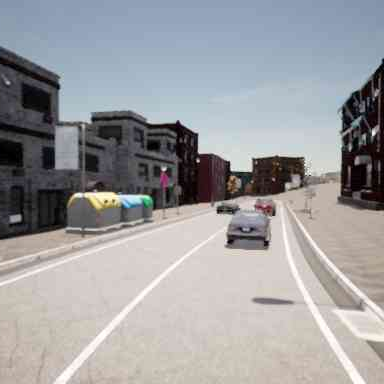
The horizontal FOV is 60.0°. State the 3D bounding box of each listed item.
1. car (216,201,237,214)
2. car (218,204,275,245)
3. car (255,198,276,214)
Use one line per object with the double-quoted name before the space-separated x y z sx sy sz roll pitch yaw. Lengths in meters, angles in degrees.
"car" 3.689 1.582 34.101 1.895 1.301 4.718 1 0 15
"car" 2.785 1.558 15.869 2.033 1.411 5.357 1 0 14
"car" 7.514 1.385 34.092 2.097 1.767 4.553 1 0 15
